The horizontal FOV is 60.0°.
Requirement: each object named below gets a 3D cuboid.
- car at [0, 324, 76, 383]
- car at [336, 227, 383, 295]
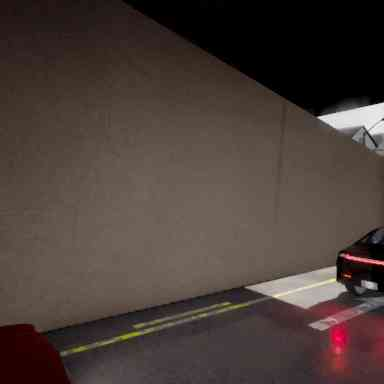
[{"bbox_3d":[-3.016,1.601,1.674,4.718,1.301,1.895,0,0,-35],"label":"car"},{"bbox_3d":[5.226,1.491,7.501,4.902,1.511,2.128,0,0,-35],"label":"car"}]
